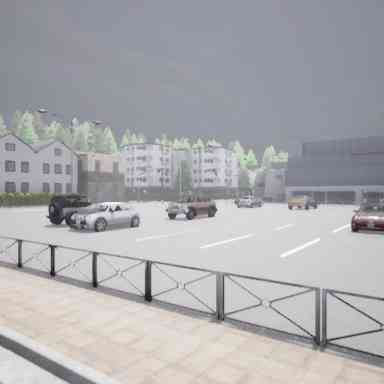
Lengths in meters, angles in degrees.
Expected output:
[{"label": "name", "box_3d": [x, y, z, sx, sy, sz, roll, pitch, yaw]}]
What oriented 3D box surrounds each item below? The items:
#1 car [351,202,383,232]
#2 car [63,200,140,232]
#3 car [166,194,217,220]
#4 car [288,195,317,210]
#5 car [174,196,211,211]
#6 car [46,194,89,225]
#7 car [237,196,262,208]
[{"label": "car", "box_3d": [9.852, 1.295, 17.755, 2.007, 1.523, 4.514, 0, 0, 35]}, {"label": "car", "box_3d": [-4.774, 1.358, 18.556, 1.970, 1.475, 3.806, 0, 0, 35]}, {"label": "car", "box_3d": [0.078, 1.095, 25.510, 1.932, 1.855, 4.605, 0, 0, 35]}, {"label": "car", "box_3d": [12.655, 1.151, 37.914, 2.152, 1.636, 5.027, 0, 0, 35]}, {"label": "car", "box_3d": [0.168, 1.296, 37.692, 2.007, 1.523, 4.514, 0, 0, 35]}, {"label": "car", "box_3d": [-7.140, 1.074, 20.970, 1.905, 1.878, 3.866, 0, 0, 35]}, {"label": "car", "box_3d": [7.222, 1.230, 41.345, 1.970, 1.475, 3.806, 0, 0, 35]}]
